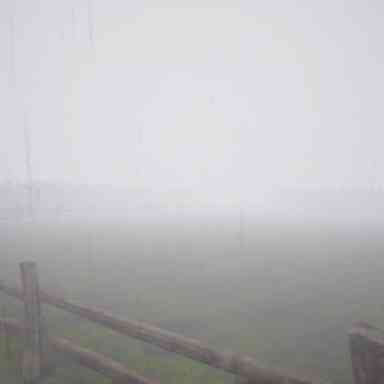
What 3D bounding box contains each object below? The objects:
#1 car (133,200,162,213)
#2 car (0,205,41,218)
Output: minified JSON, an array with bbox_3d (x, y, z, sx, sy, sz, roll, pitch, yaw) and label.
[{"bbox_3d":[-6.376,2.098,47.892,2.097,1.767,4.553,-1,-2,36],"label":"car"},{"bbox_3d":[-17.482,1.910,32.625,1.895,1.301,4.718,-1,-2,36],"label":"car"}]
